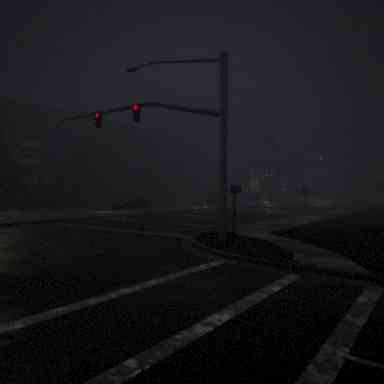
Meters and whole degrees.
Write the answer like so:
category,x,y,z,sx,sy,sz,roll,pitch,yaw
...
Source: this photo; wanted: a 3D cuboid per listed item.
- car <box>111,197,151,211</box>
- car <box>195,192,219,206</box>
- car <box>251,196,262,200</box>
category,x,y,z,sx,sy,sz,roll,pitch,yaw
car,-6.778,1.290,37.358,1.882,1.535,5.008,0,1,35
car,2.653,1.026,50.792,2.150,2.045,5.566,0,1,35
car,11.899,1.054,63.831,2.128,1.511,4.902,0,0,35
